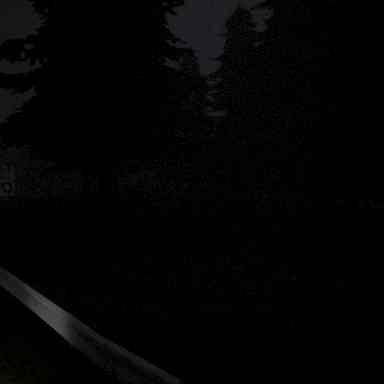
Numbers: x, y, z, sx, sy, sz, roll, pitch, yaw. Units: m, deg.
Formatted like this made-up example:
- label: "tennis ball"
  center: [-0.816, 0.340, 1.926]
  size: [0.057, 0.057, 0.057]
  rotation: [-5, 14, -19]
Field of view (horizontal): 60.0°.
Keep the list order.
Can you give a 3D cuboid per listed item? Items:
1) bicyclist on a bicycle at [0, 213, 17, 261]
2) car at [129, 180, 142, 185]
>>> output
- label: "bicyclist on a bicycle"
  center: [-4.485, 1.064, 7.420]
  size: [0.582, 1.620, 1.656]
  rotation: [-2, -7, 40]
- label: "car"
  center: [-11.300, -1.779, 68.418]
  size: [2.097, 1.767, 4.553]
  rotation: [-2, 2, 11]
